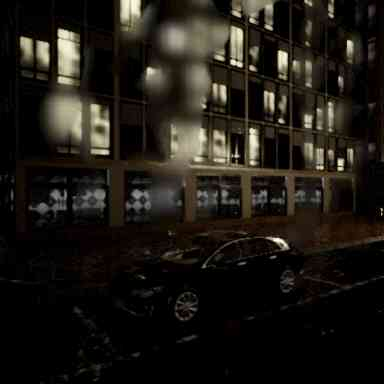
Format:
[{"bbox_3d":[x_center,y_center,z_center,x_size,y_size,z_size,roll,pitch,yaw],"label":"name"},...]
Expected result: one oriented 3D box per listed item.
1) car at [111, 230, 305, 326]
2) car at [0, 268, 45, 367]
[{"bbox_3d":[0.522,1.523,6.928,4.403,1.369,2.008,0,1,-36],"label":"car"},{"bbox_3d":[-3.987,1.573,3.711,4.313,1.339,1.947,0,1,-36],"label":"car"}]
